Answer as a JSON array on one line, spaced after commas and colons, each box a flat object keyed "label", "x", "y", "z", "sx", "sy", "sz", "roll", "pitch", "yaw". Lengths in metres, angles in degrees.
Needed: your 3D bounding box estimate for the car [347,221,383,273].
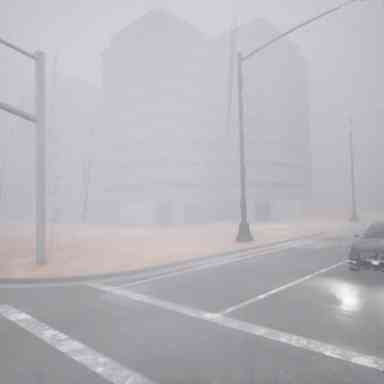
[{"label": "car", "x": 6.764, "y": 1.764, "z": 11.104, "sx": 1.837, "sy": 1.490, "sz": 4.892, "roll": -3, "pitch": -3, "yaw": 43}]
